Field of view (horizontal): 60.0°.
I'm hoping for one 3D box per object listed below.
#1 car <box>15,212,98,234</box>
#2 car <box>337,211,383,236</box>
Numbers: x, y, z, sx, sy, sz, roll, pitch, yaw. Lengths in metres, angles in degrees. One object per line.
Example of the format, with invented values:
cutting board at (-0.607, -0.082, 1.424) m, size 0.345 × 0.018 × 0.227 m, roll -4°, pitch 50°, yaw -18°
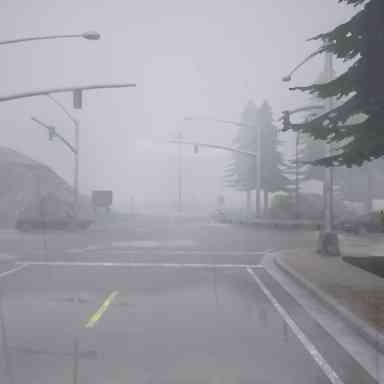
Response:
car at (-8.637, 1.931, 21.332) m, size 4.718 × 1.301 × 1.895 m, roll -1°, pitch -1°, yaw 0°
car at (11.858, 1.997, 21.212) m, size 4.892 × 1.490 × 1.837 m, roll 0°, pitch -1°, yaw 0°
